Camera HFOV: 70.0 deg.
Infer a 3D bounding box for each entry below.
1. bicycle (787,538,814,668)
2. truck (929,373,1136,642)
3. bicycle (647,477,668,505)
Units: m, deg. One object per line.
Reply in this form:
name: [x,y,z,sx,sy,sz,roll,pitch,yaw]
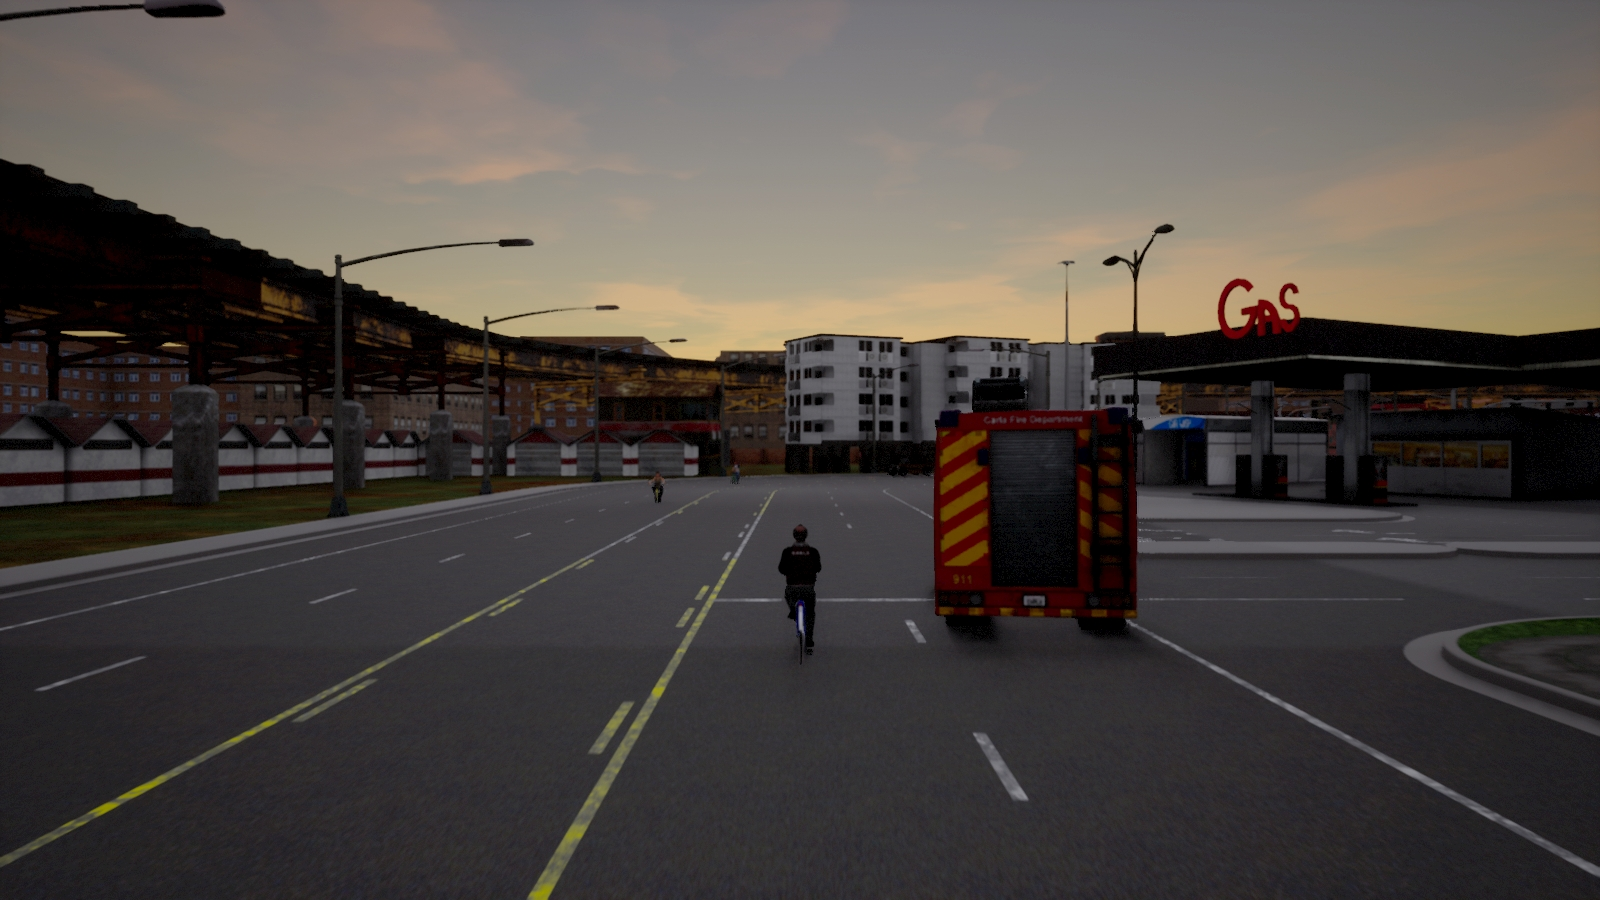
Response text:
bicycle: [0.001,2.003,15.360,0.329,1.496,1.835,0,0,0]
truck: [4.160,0.832,20.722,2.891,3.827,8.468,-1,0,11]
bicycle: [-6.994,1.994,56.069,0.859,1.301,1.487,0,0,0]
